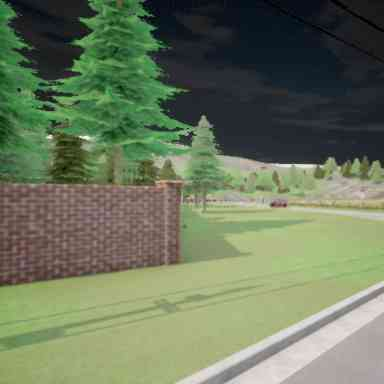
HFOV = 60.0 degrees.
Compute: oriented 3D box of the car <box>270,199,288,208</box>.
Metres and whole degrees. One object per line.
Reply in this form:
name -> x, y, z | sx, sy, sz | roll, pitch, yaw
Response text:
car -> 16.939, 2.237, 65.310 | 2.097, 1.767, 4.553 | 0, -1, -8
